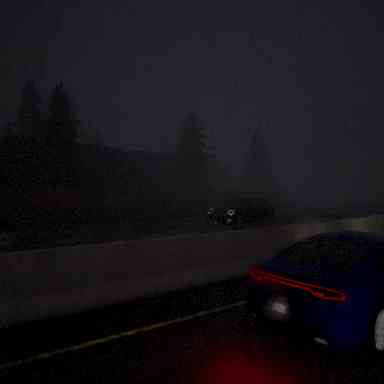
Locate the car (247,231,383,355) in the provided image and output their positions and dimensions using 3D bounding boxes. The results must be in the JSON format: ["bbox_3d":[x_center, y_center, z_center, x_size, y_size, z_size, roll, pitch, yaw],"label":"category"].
[{"bbox_3d":[3.203,1.483,6.192,5.008,1.535,1.882,0,0,-37],"label":"car"}]
